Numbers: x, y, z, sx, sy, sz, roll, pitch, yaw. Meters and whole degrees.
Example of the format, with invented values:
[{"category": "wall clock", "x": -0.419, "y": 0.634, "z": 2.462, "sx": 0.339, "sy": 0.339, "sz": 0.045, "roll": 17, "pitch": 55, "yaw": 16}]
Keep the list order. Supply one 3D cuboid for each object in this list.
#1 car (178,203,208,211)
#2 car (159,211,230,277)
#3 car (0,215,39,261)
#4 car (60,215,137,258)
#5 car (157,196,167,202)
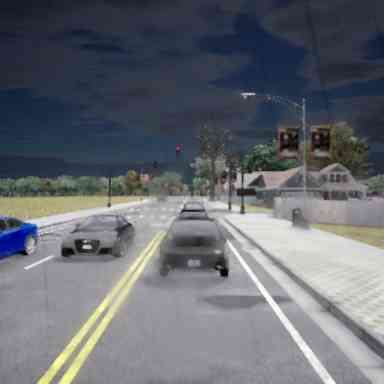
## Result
[{"category": "car", "x": 0.068, "y": 1.487, "z": 22.733, "sx": 2.128, "sy": 1.511, "sz": 4.902, "roll": 0, "pitch": 0, "yaw": -2}, {"category": "car", "x": 0.072, "y": 1.500, "z": 10.301, "sx": 1.837, "sy": 1.490, "sz": 4.892, "roll": 0, "pitch": -1, "yaw": 0}, {"category": "car", "x": -6.597, "y": 1.478, "z": 10.257, "sx": 1.882, "sy": 1.535, "sz": 5.008, "roll": 0, "pitch": 0, "yaw": 0}, {"category": "car", "x": -3.343, "y": 1.564, "z": 12.591, "sx": 1.994, "sy": 1.385, "sz": 4.181, "roll": 0, "pitch": 0, "yaw": 0}, {"category": "car", "x": -6.519, "y": 1.493, "z": 71.943, "sx": 2.033, "sy": 1.411, "sz": 5.357, "roll": 0, "pitch": 0, "yaw": 0}]
